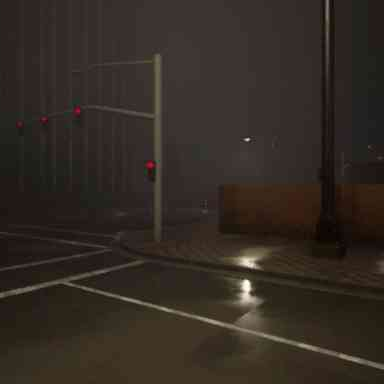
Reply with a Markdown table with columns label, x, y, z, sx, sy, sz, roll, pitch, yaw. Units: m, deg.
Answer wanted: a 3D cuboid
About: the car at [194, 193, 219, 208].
| label | x | y | z | sx | sy | sz | roll | pitch | yaw |
| --- | --- | --- | --- | --- | --- | --- | --- | --- | --- |
| car | 2.617 | 1.212 | 48.698 | 2.150 | 2.045 | 5.566 | 0 | 0 | 35 |
